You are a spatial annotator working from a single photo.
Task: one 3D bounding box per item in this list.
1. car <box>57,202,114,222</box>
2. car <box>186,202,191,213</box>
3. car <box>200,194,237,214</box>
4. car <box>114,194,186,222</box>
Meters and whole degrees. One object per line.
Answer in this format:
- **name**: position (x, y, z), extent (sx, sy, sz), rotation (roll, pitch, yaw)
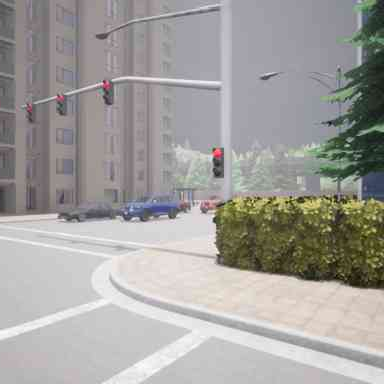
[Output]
- **car**: position (-7.891, 1.547, 26.560), extent (2.033, 1.411, 5.357), rotation (0, 0, 36)
- **car**: position (-2.088, 1.478, 34.469), extent (1.882, 1.535, 5.008), rotation (0, 0, 36)
- **car**: position (3.074, 1.221, 35.581), extent (2.150, 2.045, 5.566), rotation (0, 0, 36)
- **car**: position (-3.269, 1.221, 26.946), extent (2.150, 2.045, 5.566), rotation (0, 0, 36)
